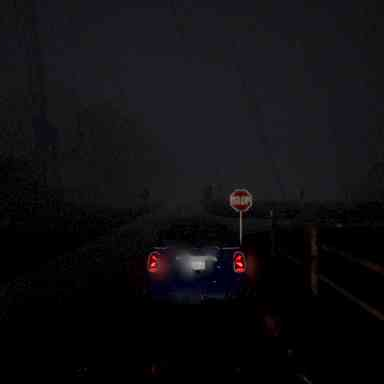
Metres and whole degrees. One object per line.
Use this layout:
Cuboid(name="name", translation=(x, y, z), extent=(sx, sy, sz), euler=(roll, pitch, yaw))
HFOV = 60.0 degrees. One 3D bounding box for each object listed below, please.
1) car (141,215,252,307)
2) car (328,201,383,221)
Cuboid(name="car", translation=(0.083, 1.351, 8.162), extent=(2.097, 1.767, 4.553), euler=(0, 0, 0))
Cuboid(name="car", translation=(13.006, 1.422, 25.361), extent=(5.008, 1.535, 1.882), euler=(0, 0, -2))
